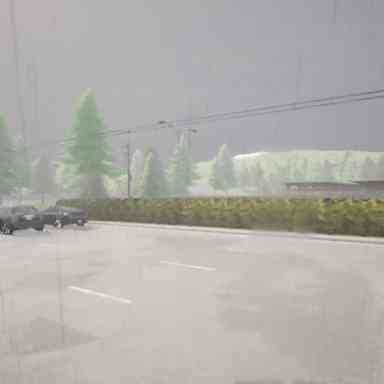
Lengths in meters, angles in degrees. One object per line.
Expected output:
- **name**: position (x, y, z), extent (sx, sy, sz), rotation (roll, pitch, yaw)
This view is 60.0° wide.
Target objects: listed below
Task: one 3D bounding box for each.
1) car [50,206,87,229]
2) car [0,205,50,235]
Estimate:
- **car**: position (-9.481, 1.739, 23.652), extent (4.892, 1.490, 1.837), rotation (-1, 0, 35)
- **car**: position (-11.214, 1.582, 20.589), extent (4.553, 1.767, 2.097), rotation (-1, 0, 35)
